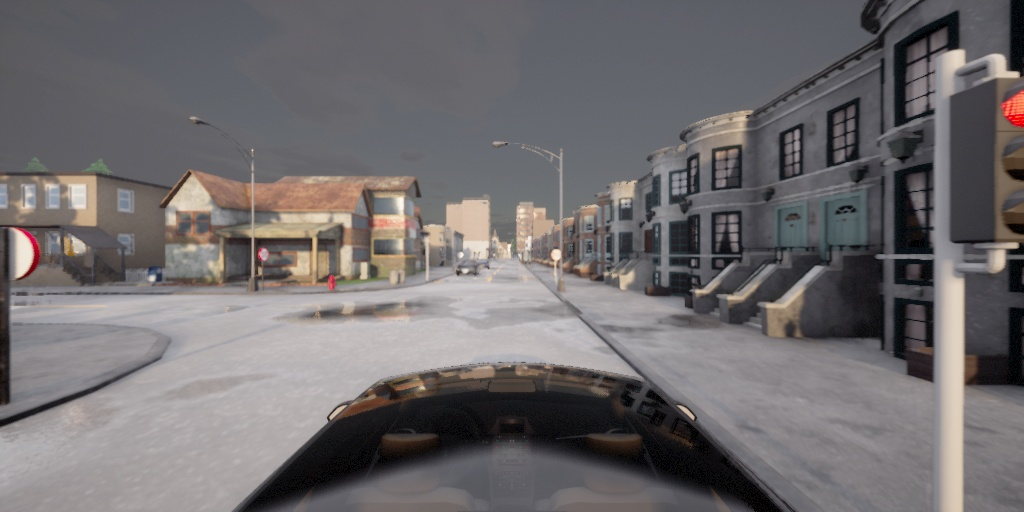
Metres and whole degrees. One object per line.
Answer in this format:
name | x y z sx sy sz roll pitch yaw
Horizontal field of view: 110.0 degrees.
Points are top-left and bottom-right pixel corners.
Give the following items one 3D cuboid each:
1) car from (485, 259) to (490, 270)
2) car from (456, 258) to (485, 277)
car | -4.041 1.125 49.482 1.812 1.442 4.674 0 0 0
car | -4.072 1.140 33.801 2.128 1.511 4.902 0 0 0
